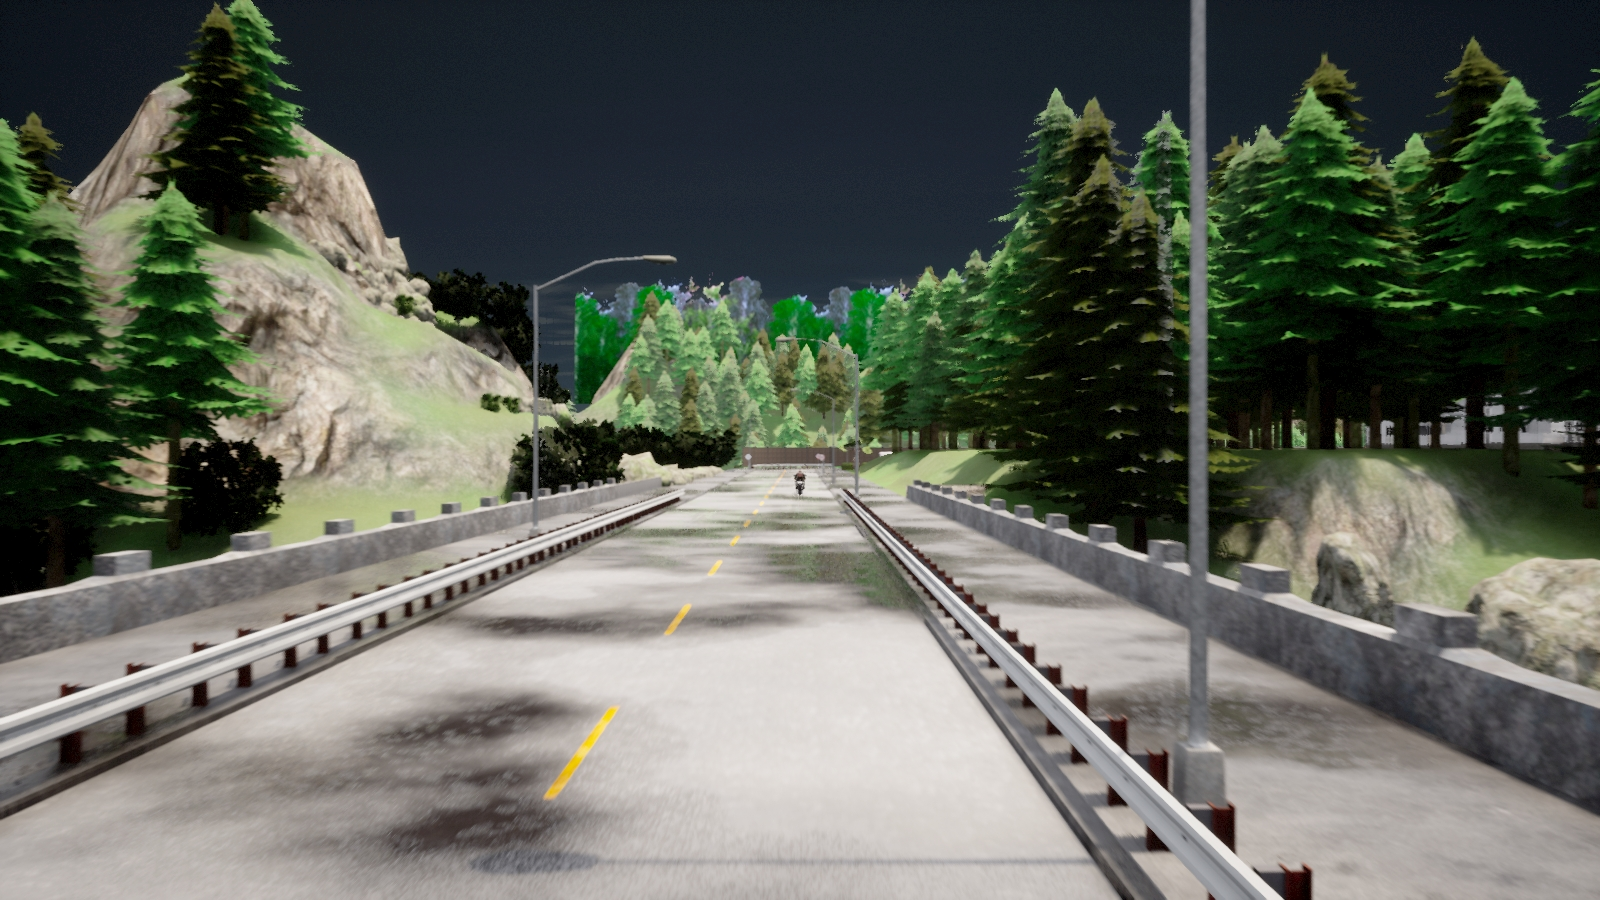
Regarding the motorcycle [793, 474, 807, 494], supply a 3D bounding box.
[{"bbox_3d":[0.008,2.205,73.917,0.867,1.251,2.209,0,0,0],"label":"motorcycle"}]
